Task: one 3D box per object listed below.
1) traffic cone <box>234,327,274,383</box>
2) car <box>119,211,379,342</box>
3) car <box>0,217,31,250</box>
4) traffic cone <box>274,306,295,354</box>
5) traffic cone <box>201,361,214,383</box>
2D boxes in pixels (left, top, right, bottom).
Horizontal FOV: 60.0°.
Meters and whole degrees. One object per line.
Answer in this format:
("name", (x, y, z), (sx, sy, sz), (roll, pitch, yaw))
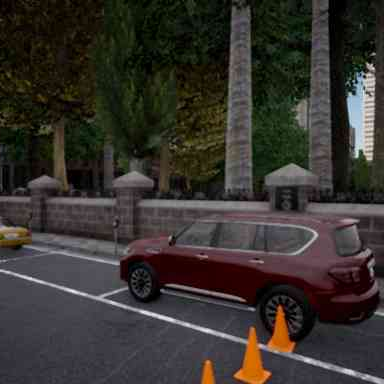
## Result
("traffic cone", (0.739, 1.952, 4.063), (0.340, 0.580, 0.340), (0, 0, 36))
("car", (0.822, 1.309, 6.514), (5.009, 1.841, 2.192), (0, 0, 36))
("car", (-8.174, 1.494, 12.989), (4.829, 1.417, 1.752), (0, 0, 36))
("traffic cone", (1.282, 1.937, 4.813), (0.340, 0.580, 0.340), (0, 6, 29))
("traffic cone", (0.155, 1.952, 3.252), (0.340, 0.580, 0.340), (0, 0, 36))
